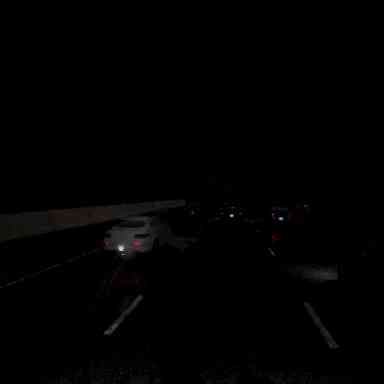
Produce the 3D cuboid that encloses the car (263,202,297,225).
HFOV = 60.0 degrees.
[{"bbox_3d":[6.612,1.745,25.850,1.812,1.442,4.674,0,0,7],"label":"car"}]

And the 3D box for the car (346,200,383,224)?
[{"bbox_3d":[8.749,1.363,14.768,2.150,2.045,5.566,0,0,7],"label":"car"}]

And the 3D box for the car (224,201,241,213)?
[{"bbox_3d":[5.160,1.903,42.332,1.994,1.385,4.181,0,-1,7],"label":"car"}]

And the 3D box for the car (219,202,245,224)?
[{"bbox_3d":[3.239,1.782,27.055,1.994,1.385,4.181,0,0,7],"label":"car"}]

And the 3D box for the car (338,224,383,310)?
[{"bbox_3d":[4.278,1.587,6.099,1.812,1.442,4.674,0,0,5],"label":"car"}]

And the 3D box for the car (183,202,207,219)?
[{"bbox_3d":[0.354,1.725,32.195,1.882,1.535,5.008,0,0,7],"label":"car"}]

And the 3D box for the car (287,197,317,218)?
[{"bbox_3d":[11.191,1.519,34.216,2.150,2.045,5.566,0,0,7],"label":"car"}]

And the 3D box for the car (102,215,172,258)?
[{"bbox_3d":[-2.022,1.621,13.156,1.812,1.442,4.674,0,0,7],"label":"car"}]
